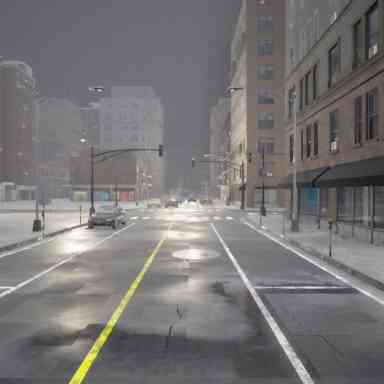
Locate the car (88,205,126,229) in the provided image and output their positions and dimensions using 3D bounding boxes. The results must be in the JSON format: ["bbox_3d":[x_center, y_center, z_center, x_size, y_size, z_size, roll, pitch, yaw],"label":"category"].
[{"bbox_3d":[-5.394,1.553,21.503,2.008,1.369,4.403,0,0,0],"label":"car"}]

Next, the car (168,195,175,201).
[{"bbox_3d":[-5.416,1.599,87.983,1.802,1.307,4.206,0,0,0],"label":"car"}]

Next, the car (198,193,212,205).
[{"bbox_3d":[2.618,1.450,59.675,1.967,1.590,4.097,0,0,0],"label":"car"}]

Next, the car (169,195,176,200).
[{"bbox_3d":[-5.418,1.544,93.474,1.752,1.417,4.829,0,0,0],"label":"car"}]

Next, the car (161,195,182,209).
[{"bbox_3d":[-2.849,1.554,47.006,2.033,1.411,5.357,0,0,-1],"label":"car"}]

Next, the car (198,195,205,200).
[{"bbox_3d":[2.607,1.570,93.647,2.008,1.369,4.403,0,0,0],"label":"car"}]

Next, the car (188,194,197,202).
[{"bbox_3d":[-0.021,1.609,73.584,1.895,1.301,4.718,0,0,0],"label":"car"}]

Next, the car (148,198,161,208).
[{"bbox_3d":[-5.403,1.533,48.179,1.752,1.417,4.829,0,0,0],"label":"car"}]

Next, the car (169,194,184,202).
[{"bbox_3d":[-2.840,1.536,60.291,1.812,1.442,4.674,0,0,0],"label":"car"}]

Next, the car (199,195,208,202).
[{"bbox_3d":[2.613,1.540,76.831,1.752,1.417,4.829,0,0,0],"label":"car"}]

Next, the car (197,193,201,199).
[{"bbox_3d":[2.616,1.327,65.337,2.192,1.841,5.009,0,0,0],"label":"car"}]
